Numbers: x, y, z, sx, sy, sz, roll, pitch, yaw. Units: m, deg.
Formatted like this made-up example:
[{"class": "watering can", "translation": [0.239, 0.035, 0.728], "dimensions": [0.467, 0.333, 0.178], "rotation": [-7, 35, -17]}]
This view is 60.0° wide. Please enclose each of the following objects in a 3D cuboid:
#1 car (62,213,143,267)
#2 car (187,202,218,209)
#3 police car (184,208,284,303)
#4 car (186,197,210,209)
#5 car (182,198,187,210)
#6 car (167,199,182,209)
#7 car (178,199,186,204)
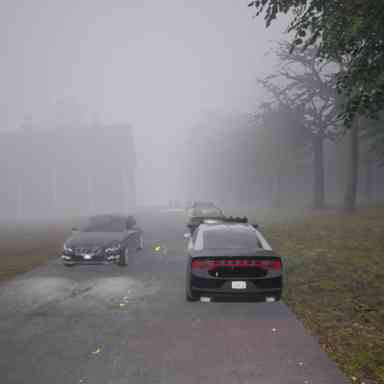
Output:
[{"class": "car", "translation": [-2.854, 1.525, 11.520], "dimensions": [1.837, 1.490, 4.892], "rotation": [0, 0, 0]}, {"class": "car", "translation": [0.824, 1.532, 18.327], "dimensions": [1.882, 1.535, 5.008], "rotation": [0, 0, 0]}, {"class": "police car", "translation": [0.824, 1.437, 8.434], "dimensions": [1.930, 1.638, 5.238], "rotation": [0, 0, 0]}, {"class": "car", "translation": [0.822, 1.447, 24.300], "dimensions": [2.097, 1.767, 4.553], "rotation": [0, 0, 0]}, {"class": "car", "translation": [0.025, 1.827, 45.697], "dimensions": [2.033, 1.411, 5.357], "rotation": [0, -1, 1]}, {"class": "car", "translation": [-2.845, 1.837, 52.788], "dimensions": [2.128, 1.511, 4.902], "rotation": [0, -1, 0]}, {"class": "car", "translation": [-2.751, 2.624, 94.777], "dimensions": [2.033, 1.411, 5.357], "rotation": [0, -1, 0]}]
